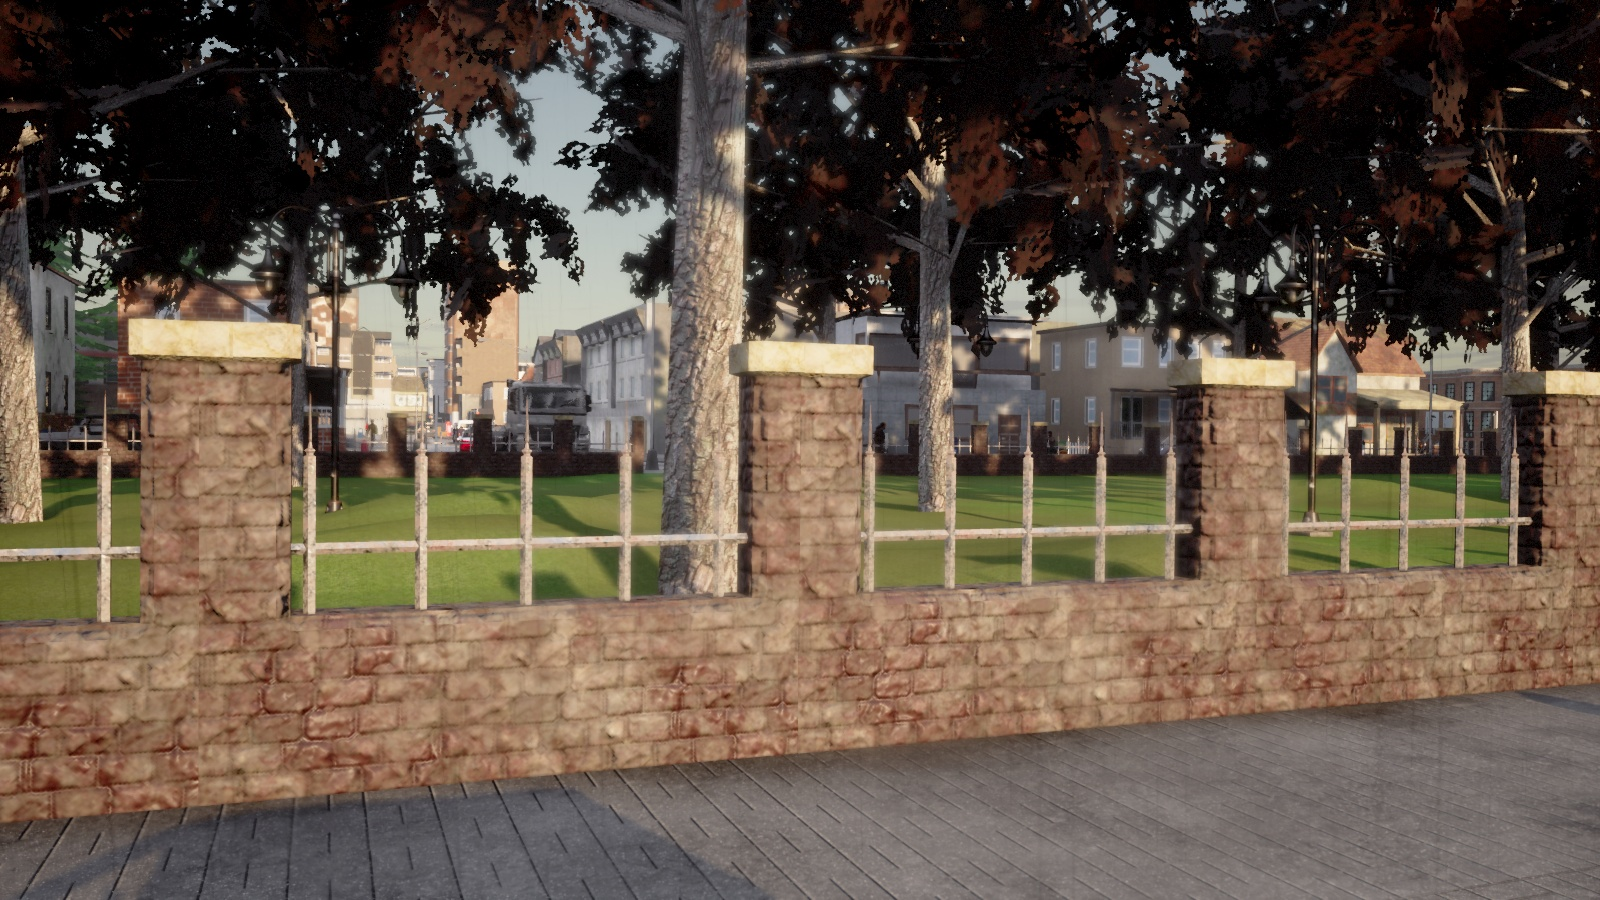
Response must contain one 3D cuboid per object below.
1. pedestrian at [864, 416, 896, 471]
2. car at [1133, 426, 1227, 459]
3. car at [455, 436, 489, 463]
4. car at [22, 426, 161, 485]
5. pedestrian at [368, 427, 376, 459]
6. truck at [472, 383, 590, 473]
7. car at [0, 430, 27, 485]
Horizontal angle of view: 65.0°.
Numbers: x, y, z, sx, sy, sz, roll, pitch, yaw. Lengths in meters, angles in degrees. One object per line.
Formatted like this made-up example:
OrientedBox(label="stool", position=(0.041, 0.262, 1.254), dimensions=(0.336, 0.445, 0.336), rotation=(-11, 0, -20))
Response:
OrientedBox(label="pedestrian", position=(2.767, -0.226, 43.268), dimensions=(0.899, 1.844, 0.634), rotation=(-1, 1, -21))
OrientedBox(label="car", position=(17.850, -0.389, 59.012), dimensions=(3.806, 1.475, 1.970), rotation=(-1, 1, -21))
OrientedBox(label="car", position=(-17.185, -0.032, 65.769), dimensions=(1.481, 1.376, 2.207), rotation=(-1, 1, -21))
OrientedBox(label="car", position=(-24.198, 0.155, 43.024), dimensions=(3.866, 1.878, 1.905), rotation=(-1, 1, -21))
OrientedBox(label="pedestrian", position=(-25.238, -0.424, 74.019), dimensions=(0.370, 1.835, 0.726), rotation=(-1, 1, -21))
OrientedBox(label="truck", position=(-11.396, -0.917, 52.566), dimensions=(2.891, 3.462, 7.936), rotation=(-1, 1, -27))
OrientedBox(label="car", position=(-26.395, 0.246, 37.824), dimensions=(5.027, 1.651, 2.152), rotation=(-1, 1, -24))
